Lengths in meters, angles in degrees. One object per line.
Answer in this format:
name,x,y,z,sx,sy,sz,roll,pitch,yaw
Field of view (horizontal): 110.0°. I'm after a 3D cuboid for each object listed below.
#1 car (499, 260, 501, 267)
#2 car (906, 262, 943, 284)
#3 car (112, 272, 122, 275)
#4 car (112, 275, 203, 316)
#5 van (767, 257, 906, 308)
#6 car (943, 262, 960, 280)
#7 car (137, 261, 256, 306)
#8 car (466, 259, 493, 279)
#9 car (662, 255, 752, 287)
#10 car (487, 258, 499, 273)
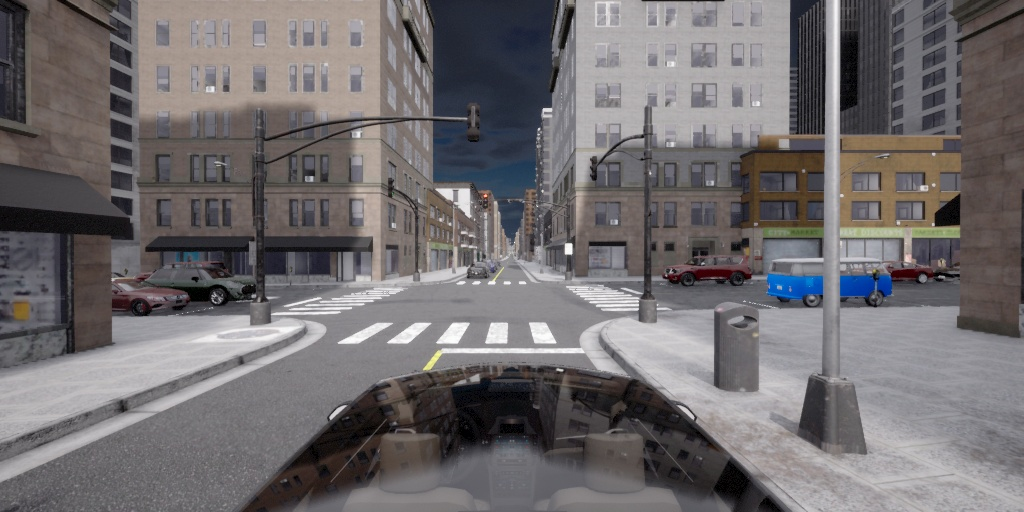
car,-3.067,1.283,53.693,1.837,1.490,4.892,0,0,0
car,23.321,0.964,22.315,4.507,1.381,1.888,0,0,0
car,-26.012,1.552,22.210,4.829,1.417,1.751,0,0,0
car,-14.814,1.528,13.708,4.207,1.307,1.802,0,0,0
van,12.122,0.957,13.766,3.998,1.789,1.690,0,0,0
car,28.930,0.916,22.327,4.313,1.339,1.948,0,0,0
car,-14.005,1.270,16.351,4.553,1.767,2.097,-1,0,0
car,-3.082,1.260,33.387,1.837,1.490,4.892,0,0,0
car,12.103,0.872,22.291,5.009,1.841,2.192,0,0,0
car,-3.073,1.116,43.545,2.097,1.767,4.553,0,0,0
